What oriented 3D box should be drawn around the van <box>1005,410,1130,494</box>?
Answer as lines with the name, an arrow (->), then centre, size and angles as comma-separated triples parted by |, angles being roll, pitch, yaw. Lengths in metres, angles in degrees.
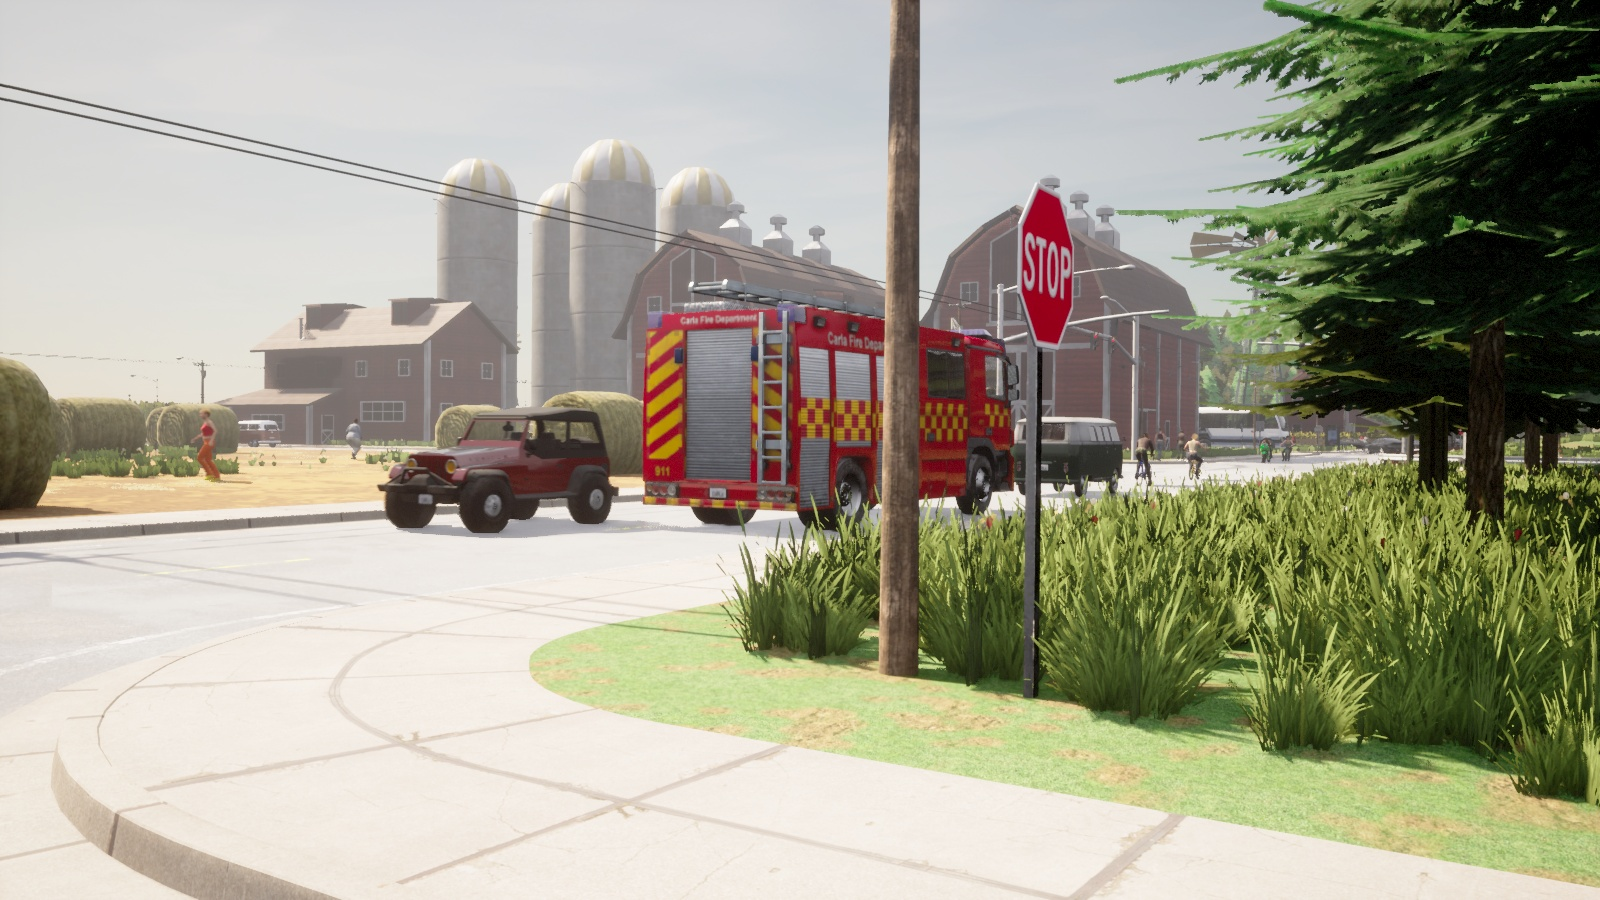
van -> 6.932, 0.016, 32.205 | 1.775, 1.987, 4.442 | 0, 1, 31

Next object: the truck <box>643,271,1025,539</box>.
truck -> 1.041, -0.712, 22.315 | 2.891, 3.827, 8.468 | 0, 1, 32

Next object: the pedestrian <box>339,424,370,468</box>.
pedestrian -> -18.878, -0.164, 53.216 | 0.874, 1.855, 0.900 | 0, 1, 14

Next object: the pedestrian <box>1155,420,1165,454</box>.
pedestrian -> 19.705, -0.700, 68.696 | 0.345, 1.836, 0.594 | 0, 1, 34

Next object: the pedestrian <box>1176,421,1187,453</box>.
pedestrian -> 21.929, -0.762, 72.125 | 0.328, 1.805, 0.869 | 0, 1, 34

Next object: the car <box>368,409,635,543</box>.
car -> -4.577, 0.333, 19.761 | 1.905, 1.878, 3.866 | 0, 1, 31

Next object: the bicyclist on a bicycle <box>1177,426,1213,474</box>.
bicyclist on a bicycle -> 13.698, -0.016, 43.545 | 0.866, 1.612, 1.509 | 0, 1, 31

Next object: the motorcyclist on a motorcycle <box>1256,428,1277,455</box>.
motorcyclist on a motorcycle -> 26.969, -0.487, 72.584 | 0.797, 1.523, 2.044 | 0, 1, 31

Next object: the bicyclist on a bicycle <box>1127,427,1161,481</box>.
bicyclist on a bicycle -> 10.448, 0.104, 38.093 | 0.582, 1.620, 1.656 | 0, 1, 31

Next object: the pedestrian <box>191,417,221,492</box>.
pedestrian -> -14.532, 0.103, 30.735 | 0.594, 1.836, 0.345 | -1, 1, -34
